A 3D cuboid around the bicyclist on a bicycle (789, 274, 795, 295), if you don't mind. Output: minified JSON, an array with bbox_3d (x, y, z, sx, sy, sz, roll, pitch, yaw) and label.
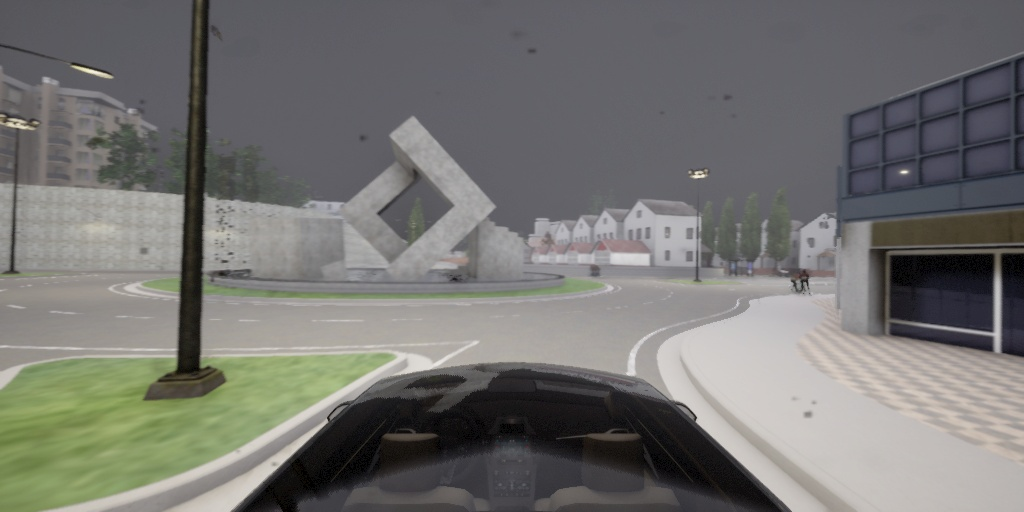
[{"bbox_3d":[20.069,1.940,25.269,1.656,1.620,0.582,2,-1,-20],"label":"bicyclist on a bicycle"}]

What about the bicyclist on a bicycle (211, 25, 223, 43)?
[{"bbox_3d":[-29.167,-22.105,35.362,0.582,1.620,1.656,-37,-7,-34],"label":"bicyclist on a bicycle"}]

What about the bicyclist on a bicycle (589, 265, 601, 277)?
[{"bbox_3d":[11.768,2.072,49.308,1.656,1.620,0.582,1,-1,-40],"label":"bicyclist on a bicycle"}]

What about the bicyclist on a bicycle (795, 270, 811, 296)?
[{"bbox_3d":[18.669,1.728,22.900,0.582,1.620,1.656,1,-1,37],"label":"bicyclist on a bicycle"}]
